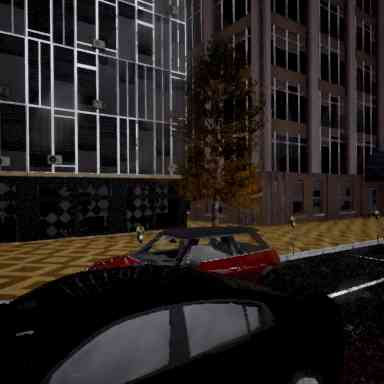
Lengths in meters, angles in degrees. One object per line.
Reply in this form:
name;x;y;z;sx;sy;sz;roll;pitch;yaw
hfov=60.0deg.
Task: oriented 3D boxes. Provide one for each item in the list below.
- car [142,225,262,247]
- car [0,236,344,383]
car;-0.156;1.439;6.429;4.097;1.590;1.967;0;-1;-35
car;-0.747;1.477;2.839;5.008;1.535;1.882;0;0;-35
